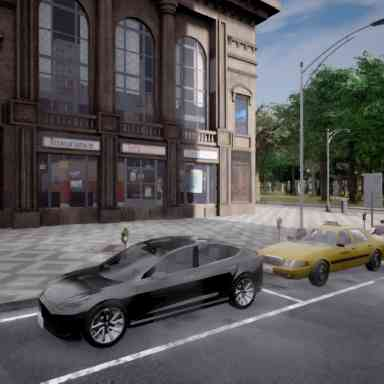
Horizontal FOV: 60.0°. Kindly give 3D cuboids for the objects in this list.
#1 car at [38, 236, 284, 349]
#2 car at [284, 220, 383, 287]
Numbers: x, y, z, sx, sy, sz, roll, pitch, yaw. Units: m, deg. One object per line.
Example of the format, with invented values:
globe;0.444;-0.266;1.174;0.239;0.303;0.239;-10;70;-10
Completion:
car;-0.512;1.566;6.287;4.313;1.339;1.947;0;0;-36
car;3.775;1.526;9.348;4.829;1.417;1.752;0;0;-36
